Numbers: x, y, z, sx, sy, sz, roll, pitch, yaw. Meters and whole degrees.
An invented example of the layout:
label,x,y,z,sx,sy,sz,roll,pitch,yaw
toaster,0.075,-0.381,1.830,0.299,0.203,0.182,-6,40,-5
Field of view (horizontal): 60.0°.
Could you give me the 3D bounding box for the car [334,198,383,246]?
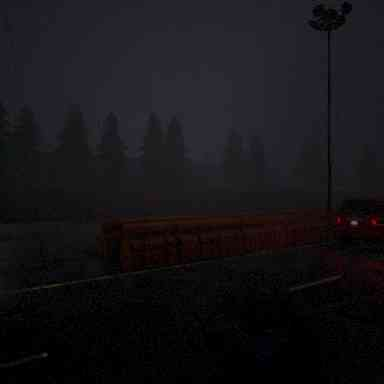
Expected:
label,x,y,z,sx,sy,sz,roll,pitch,yaw
car,8.293,1.255,14.084,5.566,2.045,2.150,0,0,-35
